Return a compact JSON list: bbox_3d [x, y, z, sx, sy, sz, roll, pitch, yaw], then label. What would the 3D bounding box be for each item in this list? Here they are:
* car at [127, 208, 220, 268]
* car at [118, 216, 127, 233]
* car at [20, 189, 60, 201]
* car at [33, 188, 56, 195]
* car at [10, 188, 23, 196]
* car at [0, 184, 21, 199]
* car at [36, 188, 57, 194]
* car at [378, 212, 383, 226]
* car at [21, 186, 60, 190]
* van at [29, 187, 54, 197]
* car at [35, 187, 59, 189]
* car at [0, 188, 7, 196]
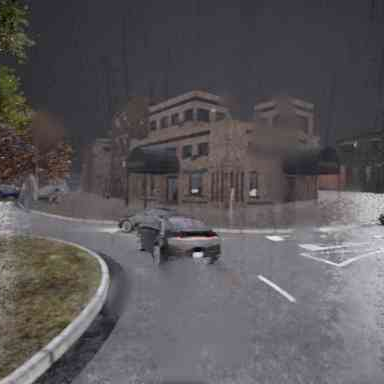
[{"bbox_3d":[-0.668,1.516,11.501,2.128,1.511,4.902,1,0,-20],"label":"car"},{"bbox_3d":[-2.031,1.588,18.598,4.181,1.385,1.994,1,0,26],"label":"car"},{"bbox_3d":[-23.847,0.715,52.390,4.892,1.521,2.231,1,1,-24],"label":"car"},{"bbox_3d":[-35.431,-0.160,80.003,4.892,1.521,2.231,1,2,-19],"label":"car"},{"bbox_3d":[-36.158,-0.037,68.484,1.837,1.490,4.892,1,1,-21],"label":"car"},{"bbox_3d":[-32.095,0.132,58.982,2.150,2.045,5.566,1,1,-23],"label":"car"},{"bbox_3d":[-37.288,-0.315,85.272,4.792,1.488,2.163,1,1,-18],"label":"car"},{"bbox_3d":[13.121,1.257,19.288,4.892,1.490,1.837,-3,1,-19],"label":"car"},{"bbox_3d":[-27.229,0.245,59.912,5.566,2.045,2.435,1,1,-24],"label":"car"},{"bbox_3d":[-30.369,0.040,67.326,4.442,1.987,1.878,1,1,-23],"label":"van"},{"bbox_3d":[-24.949,0.518,54.911,4.553,1.767,2.185,1,1,-24],"label":"car"},{"bbox_3d":[-38.779,-0.089,66.959,1.837,1.490,4.892,1,1,-21],"label":"car"}]
